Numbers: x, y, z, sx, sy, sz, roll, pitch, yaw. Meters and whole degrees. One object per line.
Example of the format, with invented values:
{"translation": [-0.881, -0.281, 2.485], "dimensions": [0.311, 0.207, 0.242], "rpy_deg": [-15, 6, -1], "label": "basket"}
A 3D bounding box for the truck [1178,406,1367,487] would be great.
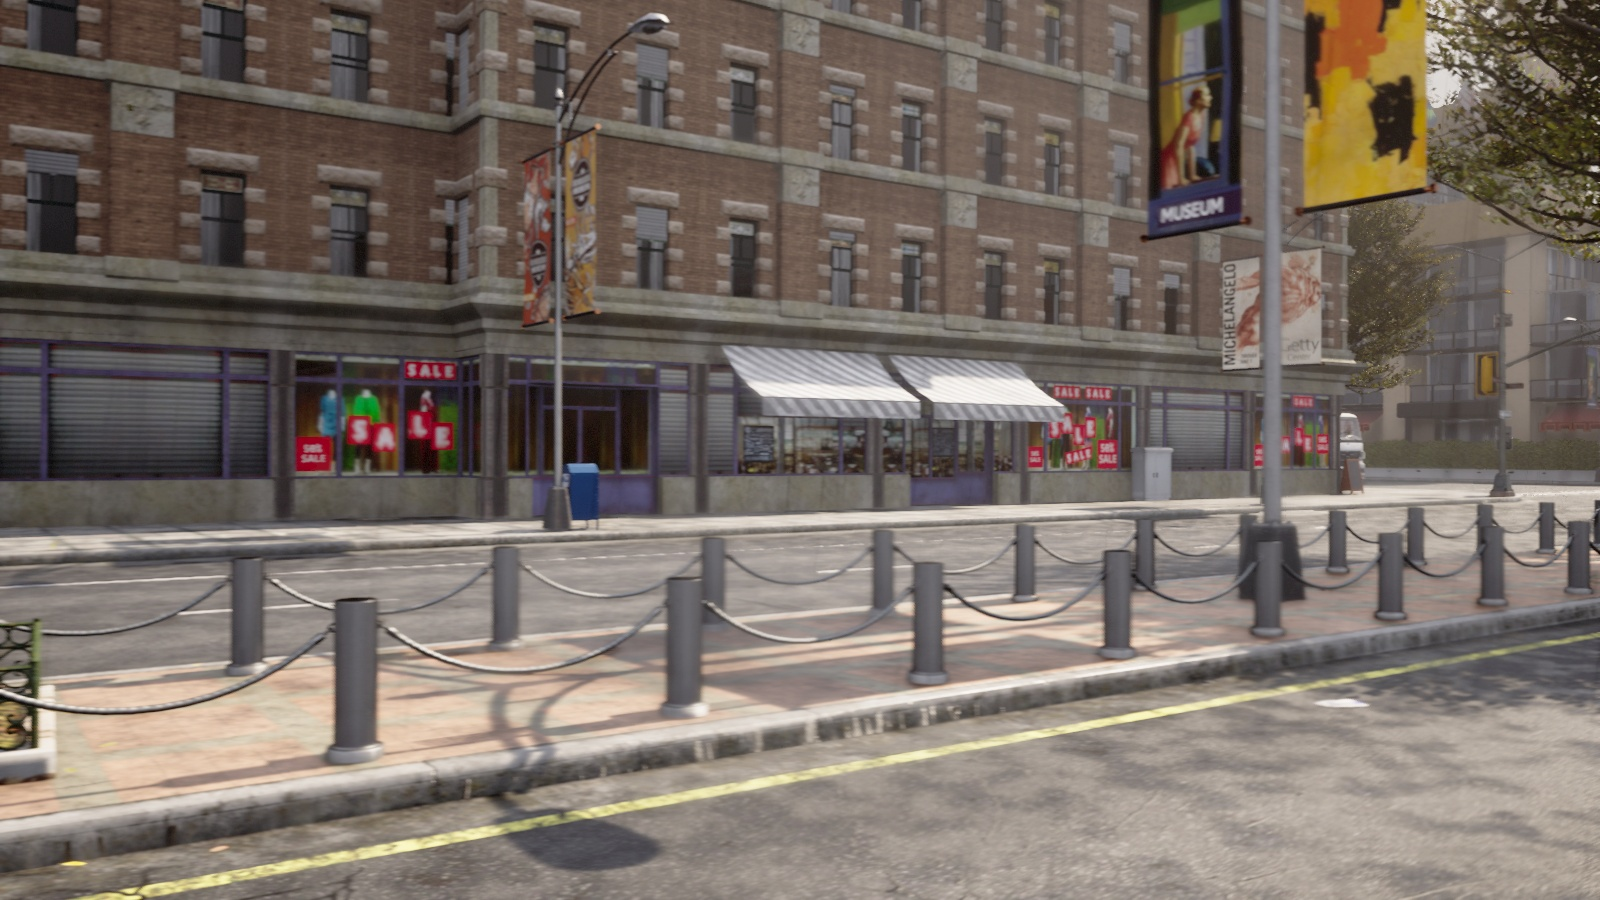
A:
{"translation": [21.696, -0.140, 58.163], "dimensions": [2.891, 3.462, 7.936], "rpy_deg": [0, 0, -35], "label": "truck"}
